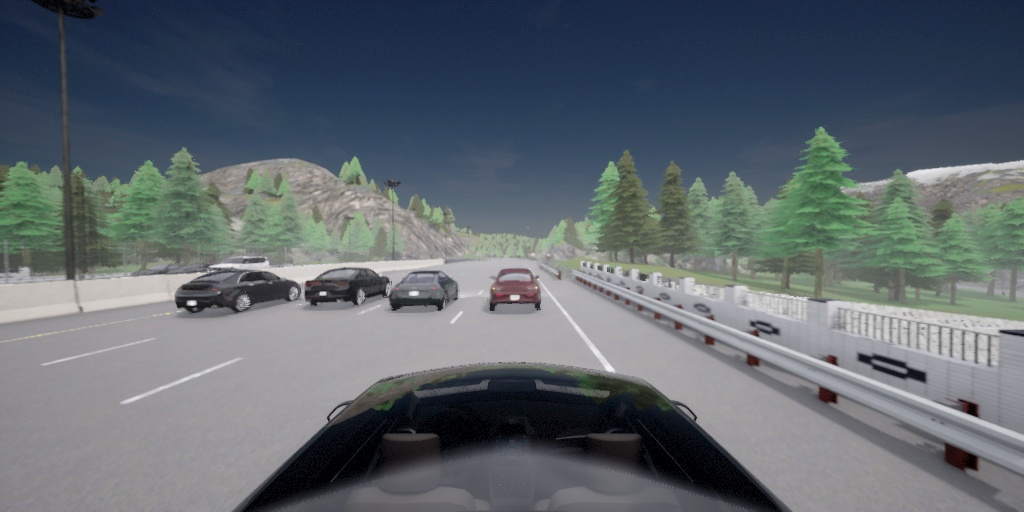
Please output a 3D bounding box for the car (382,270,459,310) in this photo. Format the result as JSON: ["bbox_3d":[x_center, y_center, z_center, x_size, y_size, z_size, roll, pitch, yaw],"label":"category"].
[{"bbox_3d":[-3.359,1.253,14.390,1.994,1.385,4.181,-1,0,1],"label":"car"}]

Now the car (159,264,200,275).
[{"bbox_3d":[-27.700,1.387,31.716,1.837,1.490,4.892,-1,0,1],"label":"car"}]

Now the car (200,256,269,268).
[{"bbox_3d":[-24.193,1.043,32.127,2.150,2.045,5.566,-1,0,1],"label":"car"}]

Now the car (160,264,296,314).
[{"bbox_3d":[-10.365,1.272,14.064,1.837,1.490,4.892,-1,0,1],"label":"car"}]

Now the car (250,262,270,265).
[{"bbox_3d":[-20.686,1.403,32.198,1.895,1.301,4.718,-1,0,1],"label":"car"}]

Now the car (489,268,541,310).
[{"bbox_3d":[0.121,1.178,14.027,1.812,1.442,4.674,-1,0,1],"label":"car"}]

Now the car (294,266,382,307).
[{"bbox_3d":[-6.843,1.199,15.513,1.882,1.535,5.008,-1,0,1],"label":"car"}]

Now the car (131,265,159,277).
[{"bbox_3d":[-31.188,1.444,32.240,1.812,1.442,4.674,-1,0,1],"label":"car"}]
